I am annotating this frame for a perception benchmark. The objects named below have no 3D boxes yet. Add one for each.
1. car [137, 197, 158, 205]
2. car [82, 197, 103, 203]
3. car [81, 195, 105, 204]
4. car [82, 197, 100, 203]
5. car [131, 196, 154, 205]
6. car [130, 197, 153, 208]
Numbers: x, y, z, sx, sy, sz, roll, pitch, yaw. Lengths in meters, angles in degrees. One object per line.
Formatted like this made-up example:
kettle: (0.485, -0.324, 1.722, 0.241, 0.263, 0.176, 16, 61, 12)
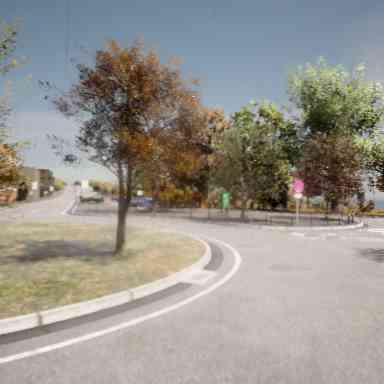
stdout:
car: (-10.922, 2.253, 81.142, 4.553, 1.767, 2.185, 2, 0, -19)
car: (-25.509, 2.095, 84.930, 5.008, 1.535, 2.097, 2, -1, -19)
car: (-23.656, 1.797, 79.592, 5.566, 2.045, 2.435, 2, -1, -19)
car: (-27.375, 2.177, 90.263, 4.674, 1.452, 2.002, 2, -1, -19)
car: (-12.797, 2.185, 86.610, 5.566, 2.045, 2.435, 2, -1, -19)
car: (-8.691, 1.985, 55.513, 1.812, 1.442, 4.674, 1, -1, -44)
